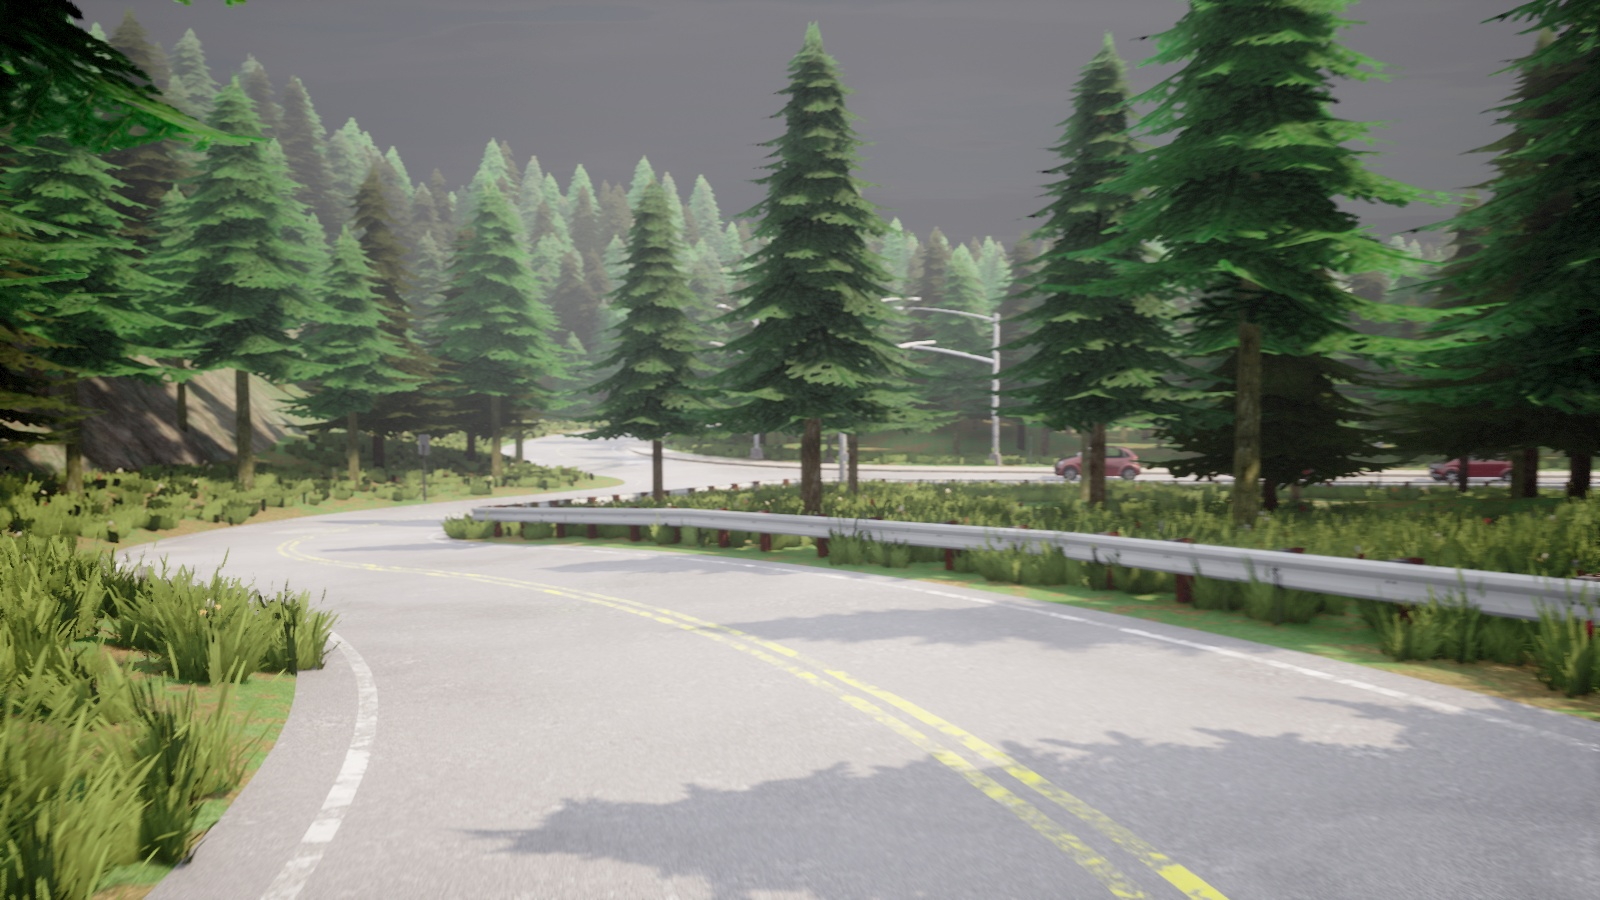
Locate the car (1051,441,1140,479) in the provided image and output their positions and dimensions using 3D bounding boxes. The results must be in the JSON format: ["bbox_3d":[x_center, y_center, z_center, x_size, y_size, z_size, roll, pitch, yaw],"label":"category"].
[{"bbox_3d":[13.992,0.461,59.645,3.988,1.617,1.851,0,4,8],"label":"car"}]

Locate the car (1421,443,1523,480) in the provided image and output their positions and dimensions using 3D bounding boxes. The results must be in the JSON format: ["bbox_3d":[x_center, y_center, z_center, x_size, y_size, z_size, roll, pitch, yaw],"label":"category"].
[{"bbox_3d":[30.755,0.508,57.544,3.705,1.549,1.789,0,4,6],"label":"car"}]
